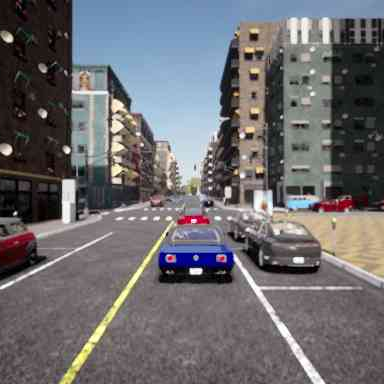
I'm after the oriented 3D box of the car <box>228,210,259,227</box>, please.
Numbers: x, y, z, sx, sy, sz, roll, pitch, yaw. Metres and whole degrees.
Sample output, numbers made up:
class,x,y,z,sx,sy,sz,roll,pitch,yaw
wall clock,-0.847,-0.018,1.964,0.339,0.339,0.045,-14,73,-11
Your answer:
class,x,y,z,sx,sy,sz,roll,pitch,yaw
car,2.830,1.592,16.577,2.008,1.369,4.403,1,0,0

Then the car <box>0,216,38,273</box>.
class,x,y,z,sx,sy,sz,roll,pitch,yaw
car,-5.807,1.462,8.772,1.967,1.590,4.097,1,0,0

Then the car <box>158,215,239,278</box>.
class,x,y,z,sx,sy,sz,roll,pitch,yaw
car,0.099,1.626,10.214,1.895,1.301,4.718,0,0,0

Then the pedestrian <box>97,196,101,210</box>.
class,x,y,z,sx,sy,sz,roll,pitch,yaw
pedestrian,-12.528,1.446,44.736,0.375,1.860,0.375,0,-1,0

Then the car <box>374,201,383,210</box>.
class,x,y,z,sx,sy,sz,roll,pitch,yaw
car,24.821,1.506,41.509,4.507,1.381,1.887,0,-1,0

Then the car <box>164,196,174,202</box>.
class,x,y,z,sx,sy,sz,roll,pitch,yaw
car,-5.678,1.779,82.666,1.947,1.339,4.313,1,0,0

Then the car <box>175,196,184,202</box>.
class,x,y,z,sx,sy,sz,roll,pitch,yaw
car,-2.999,1.753,83.341,2.033,1.411,5.357,0,0,0

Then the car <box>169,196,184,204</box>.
class,x,y,z,sx,sy,sz,roll,pitch,yaw
car,-3.005,1.529,67.903,2.097,1.767,4.553,0,0,0

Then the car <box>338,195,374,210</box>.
class,x,y,z,sx,sy,sz,roll,pitch,yaw
car,19.291,1.319,41.551,5.009,1.841,2.192,0,-1,0

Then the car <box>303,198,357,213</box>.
class,x,y,z,sx,sy,sz,roll,pitch,yaw
car,13.703,1.486,33.209,4.206,1.307,1.802,0,-1,0

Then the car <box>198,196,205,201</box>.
class,x,y,z,sx,sy,sz,roll,pitch,yaw
car,2.702,1.787,93.767,1.887,1.381,4.507,1,0,0

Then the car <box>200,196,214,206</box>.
class,x,y,z,sx,sy,sz,roll,pitch,yaw
car,2.701,1.705,54.770,1.947,1.339,4.313,1,0,0

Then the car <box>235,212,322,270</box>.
class,x,y,z,sx,sy,sz,roll,pitch,yaw
car,2.830,1.578,11.008,2.008,1.369,4.403,1,0,0

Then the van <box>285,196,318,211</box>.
class,x,y,z,sx,sy,sz,roll,pitch,yaw
van,13.764,1.387,41.591,3.998,1.788,1.690,0,-1,0

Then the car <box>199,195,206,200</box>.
class,x,y,z,sx,sy,sz,roll,pitch,yaw
car,2.701,1.735,60.341,1.802,1.307,4.206,1,0,0

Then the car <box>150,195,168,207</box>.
class,x,y,z,sx,sy,sz,roll,pitch,yaw
car,-5.675,1.454,54.811,2.192,1.841,5.009,1,0,0

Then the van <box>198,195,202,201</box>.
class,x,y,z,sx,sy,sz,roll,pitch,yaw
van,2.705,1.553,82.627,1.690,1.788,3.998,1,0,0

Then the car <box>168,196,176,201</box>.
class,x,y,z,sx,sy,sz,roll,pitch,yaw
car,-5.678,1.808,93.807,1.947,1.339,4.313,1,0,0

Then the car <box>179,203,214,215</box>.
class,x,y,z,sx,sy,sz,roll,pitch,yaw
car,0.095,1.617,21.250,1.994,1.385,4.181,0,0,0
